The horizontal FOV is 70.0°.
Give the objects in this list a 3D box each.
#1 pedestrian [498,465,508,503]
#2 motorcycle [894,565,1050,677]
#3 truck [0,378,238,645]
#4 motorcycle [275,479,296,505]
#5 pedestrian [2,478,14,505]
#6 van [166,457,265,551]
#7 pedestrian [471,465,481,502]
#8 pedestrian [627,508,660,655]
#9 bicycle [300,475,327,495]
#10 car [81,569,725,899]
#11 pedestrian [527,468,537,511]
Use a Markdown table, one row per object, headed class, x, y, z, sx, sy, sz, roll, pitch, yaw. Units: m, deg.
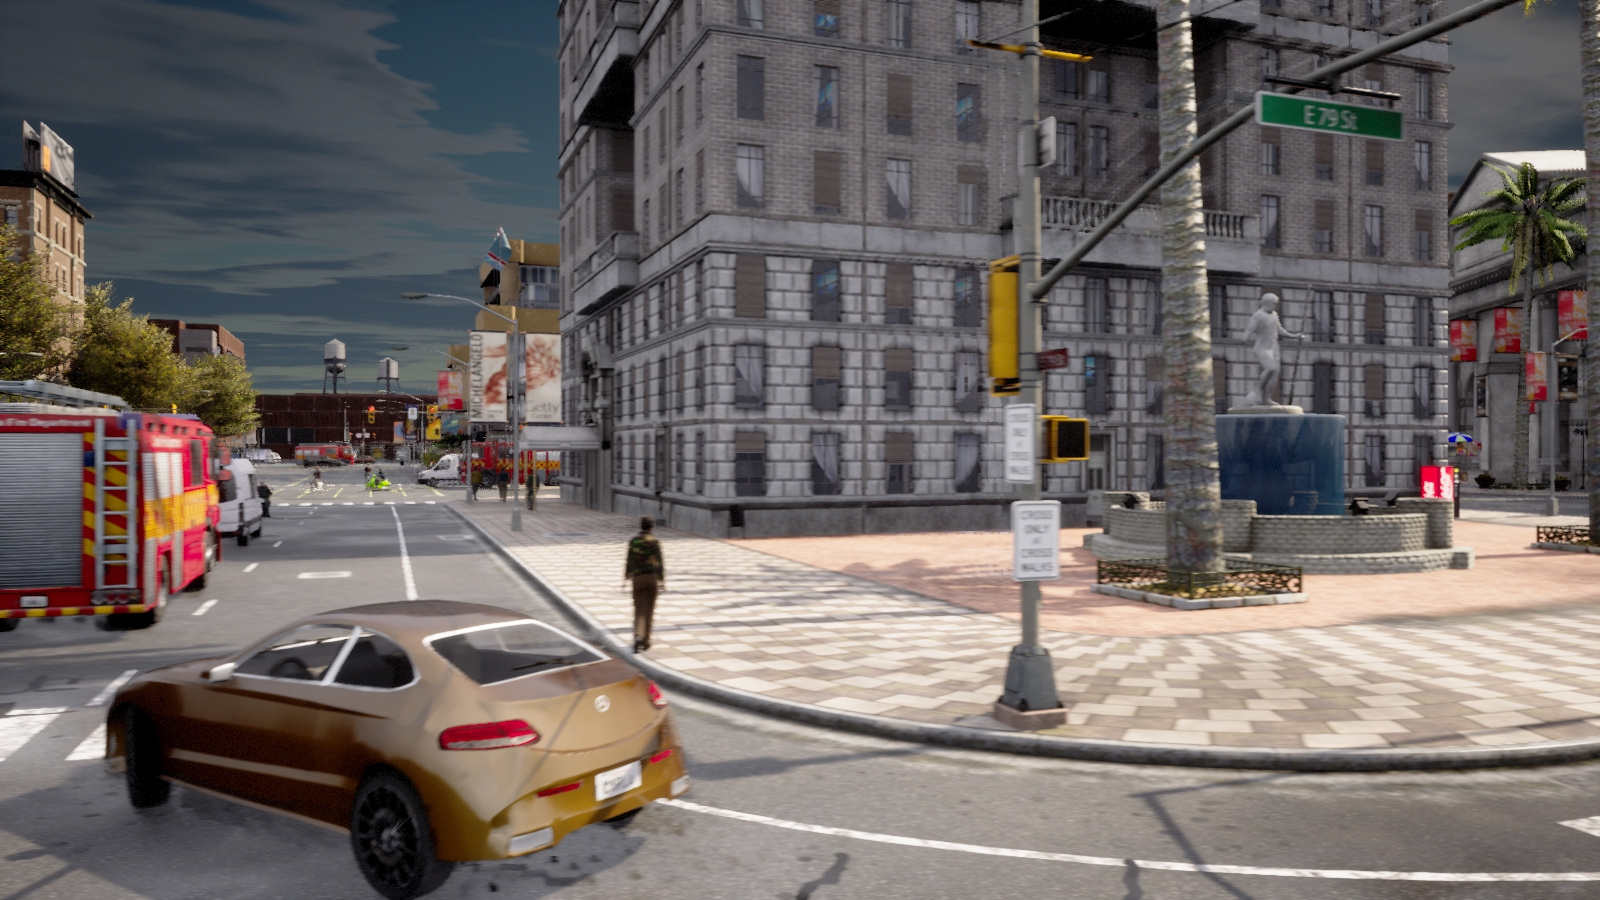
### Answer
| class | x | y | z | sx | sy | sz | roll | pitch | yaw |
| --- | --- | --- | --- | --- | --- | --- | --- | --- | --- |
| pedestrian | -14.798 | 1.696 | 56.948 | 0.375 | 1.860 | 0.375 | 0 | 0 | -32 |
| motorcycle | 2.227 | 2.181 | 14.809 | 1.805 | 1.236 | 0.856 | 0 | 0 | -20 |
| truck | -12.249 | 0.890 | 20.584 | 2.891 | 3.827 | 8.468 | 0 | 0 | -20 |
| motorcycle | -27.198 | 2.206 | 60.404 | 0.867 | 1.251 | 2.209 | 0 | 0 | -21 |
| pedestrian | -37.918 | 1.978 | 54.710 | 0.375 | 1.300 | 0.375 | 0 | 0 | -21 |
| van | -17.807 | 1.536 | 35.093 | 1.988 | 2.561 | 5.915 | 0 | 0 | -20 |
| pedestrian | -16.560 | 1.696 | 58.391 | 0.375 | 1.860 | 0.375 | 0 | 0 | -31 |
| pedestrian | -2.031 | 1.696 | 14.835 | 0.375 | 1.860 | 0.375 | 0 | 0 | 1 |
| bicycle | -30.702 | 2.211 | 72.163 | 0.329 | 1.171 | 1.835 | 2 | 0 | 23 |
| car | -3.222 | 1.992 | 8.823 | 5.027 | 1.651 | 2.152 | 0 | 0 | 35 |
| pedestrian | -11.539 | 1.696 | 49.237 | 0.375 | 1.860 | 0.375 | 0 | 0 | -19 |
